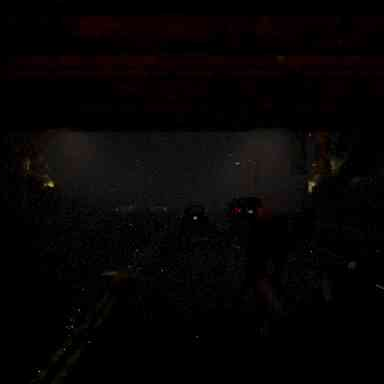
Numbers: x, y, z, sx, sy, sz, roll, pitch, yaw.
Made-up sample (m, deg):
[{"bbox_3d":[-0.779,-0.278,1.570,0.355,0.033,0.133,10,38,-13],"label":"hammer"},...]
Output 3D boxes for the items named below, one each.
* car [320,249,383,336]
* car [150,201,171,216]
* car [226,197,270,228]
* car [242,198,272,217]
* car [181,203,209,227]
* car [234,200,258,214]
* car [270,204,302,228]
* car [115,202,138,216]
[{"bbox_3d":[3.610,1.561,5.119,1.812,1.442,4.674,0,0,0],"label":"car"},{"bbox_3d":[-3.427,1.768,36.147,1.812,1.442,4.674,0,0,0],"label":"car"},{"bbox_3d":[3.737,1.381,23.835,2.150,2.045,5.566,0,0,0],"label":"car"},{"bbox_3d":[6.691,1.586,34.643,2.185,1.767,4.553,0,0,0],"label":"car"},{"bbox_3d":[0.231,1.728,24.268,1.994,1.385,4.181,0,0,0],"label":"car"},{"bbox_3d":[6.556,1.755,41.067,2.097,1.535,5.008,0,0,0],"label":"car"},{"bbox_3d":[6.649,1.641,23.867,2.231,1.521,4.892,0,0,10],"label":"car"},{"bbox_3d":[-6.928,1.765,35.684,1.812,1.442,4.674,0,0,0],"label":"car"}]
